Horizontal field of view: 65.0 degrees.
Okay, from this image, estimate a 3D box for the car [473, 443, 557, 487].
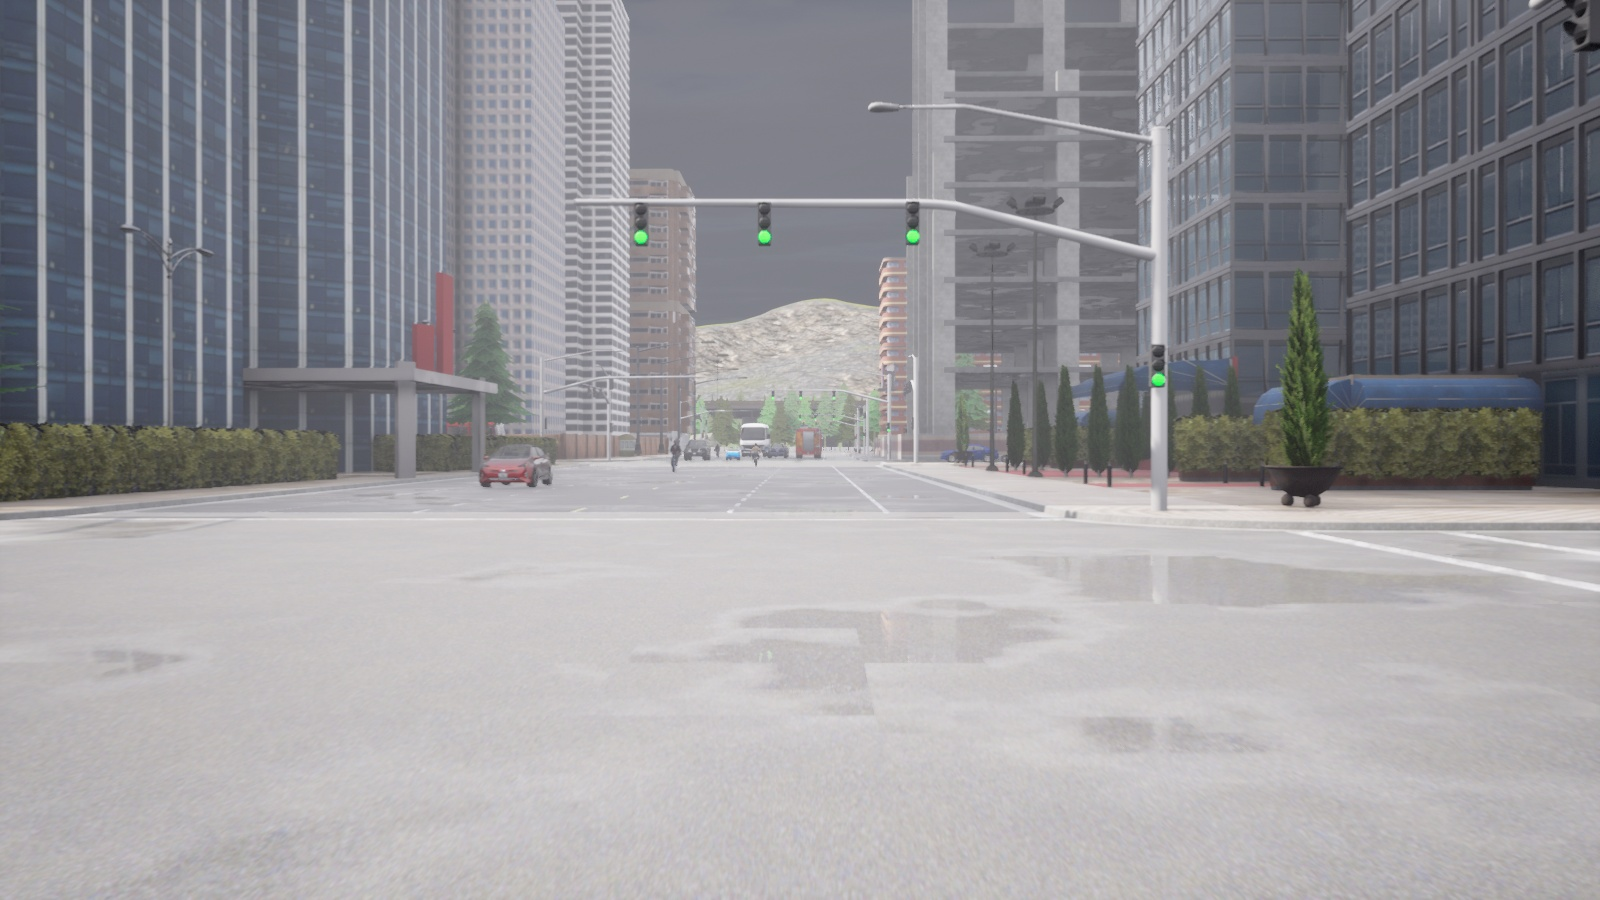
[{"bbox_3d":[-10.225,0.507,45.364,2.007,1.525,4.514,0,0,0],"label":"car"}]
